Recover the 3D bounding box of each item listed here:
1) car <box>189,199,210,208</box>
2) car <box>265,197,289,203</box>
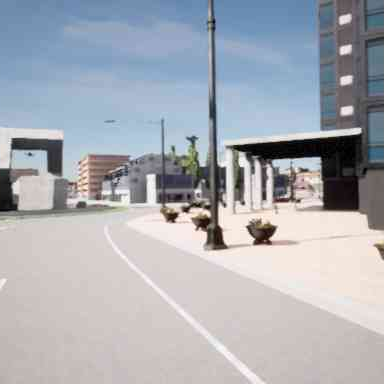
[{"bbox_3d":[1.562,1.779,50.960,1.895,1.301,4.718,-1,0,33],"label":"car"},{"bbox_3d":[16.923,1.571,66.288,4.718,1.301,1.895,-1,0,-23],"label":"car"}]
